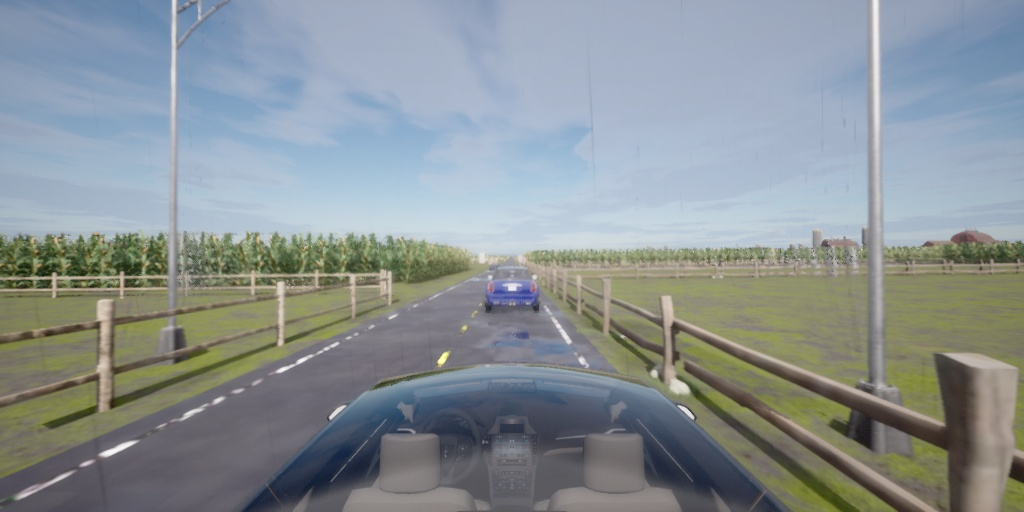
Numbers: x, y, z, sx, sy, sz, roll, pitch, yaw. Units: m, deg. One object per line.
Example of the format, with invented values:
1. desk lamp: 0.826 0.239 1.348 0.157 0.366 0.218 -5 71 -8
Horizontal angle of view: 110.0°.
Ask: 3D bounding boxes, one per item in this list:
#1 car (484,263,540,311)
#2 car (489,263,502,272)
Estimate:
1. car: 0.027 1.234 15.253 2.097 1.767 4.553 0 -1 0
2. car: -2.735 1.858 60.020 1.994 1.385 4.181 0 -1 0
